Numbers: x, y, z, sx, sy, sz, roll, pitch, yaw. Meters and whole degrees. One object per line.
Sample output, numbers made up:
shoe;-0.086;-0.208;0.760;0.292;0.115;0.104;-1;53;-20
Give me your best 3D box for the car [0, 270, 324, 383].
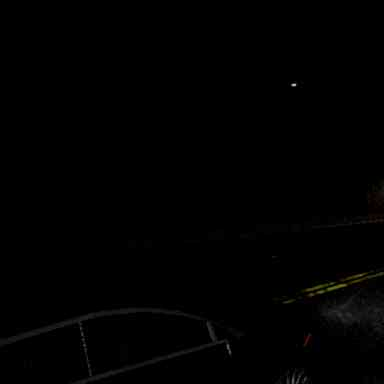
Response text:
car;-0.826;1.494;2.880;4.902;1.511;2.128;0;0;-36
